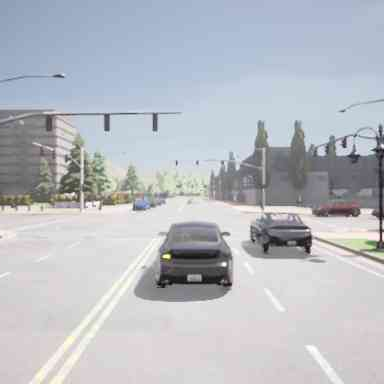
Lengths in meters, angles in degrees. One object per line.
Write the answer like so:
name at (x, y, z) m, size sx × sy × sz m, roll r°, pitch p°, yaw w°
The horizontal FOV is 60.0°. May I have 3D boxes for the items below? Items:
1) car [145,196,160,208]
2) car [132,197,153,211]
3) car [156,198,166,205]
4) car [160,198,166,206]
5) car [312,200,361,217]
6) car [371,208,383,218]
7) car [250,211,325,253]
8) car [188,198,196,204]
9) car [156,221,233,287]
car at (-7.100, 1.935, 56.709) m, size 1.882 × 1.535 × 5.008 m, roll 0°, pitch 0°, yaw 0°
car at (-7.146, 1.858, 47.115) m, size 1.882 × 1.535 × 5.008 m, roll 0°, pitch 0°, yaw 1°
car at (-7.023, 2.166, 76.140) m, size 1.994 × 1.385 × 4.181 m, roll 0°, pitch 0°, yaw 0°
car at (-7.036, 2.027, 66.410) m, size 2.128 × 1.511 × 4.902 m, roll 0°, pitch 0°, yaw 0°
car at (14.637, 1.626, 33.966) m, size 4.553 × 1.767 × 2.097 m, roll 0°, pitch 0°, yaw -1°
car at (19.077, 1.751, 30.516) m, size 4.892 × 1.490 × 1.837 m, roll 0°, pitch 0°, yaw -1°
car at (3.652, 1.608, 14.246) m, size 2.128 × 1.511 × 4.902 m, roll 0°, pitch 0°, yaw 2°
car at (-0.024, 2.170, 80.181) m, size 1.812 × 1.442 × 4.674 m, roll 0°, pitch 0°, yaw 0°
car at (0.068, 1.585, 9.524) m, size 1.837 × 1.490 × 4.892 m, roll 0°, pitch 0°, yaw 0°
